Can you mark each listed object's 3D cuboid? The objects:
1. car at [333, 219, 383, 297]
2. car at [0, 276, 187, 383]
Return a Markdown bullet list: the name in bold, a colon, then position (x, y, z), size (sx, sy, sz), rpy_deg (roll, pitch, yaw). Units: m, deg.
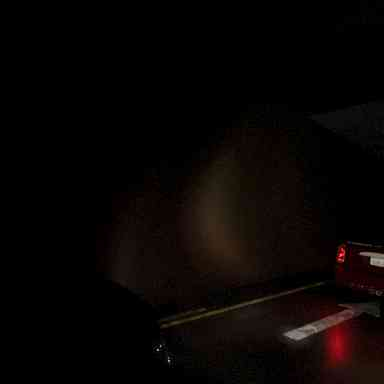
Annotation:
- **car**: position (5.270, 1.352, 7.540), size (4.553, 1.767, 2.097), rpy_deg (0, 0, -35)
- **car**: position (-2.705, 1.221, 1.856), size (5.566, 2.045, 2.150), rpy_deg (0, 0, -35)
